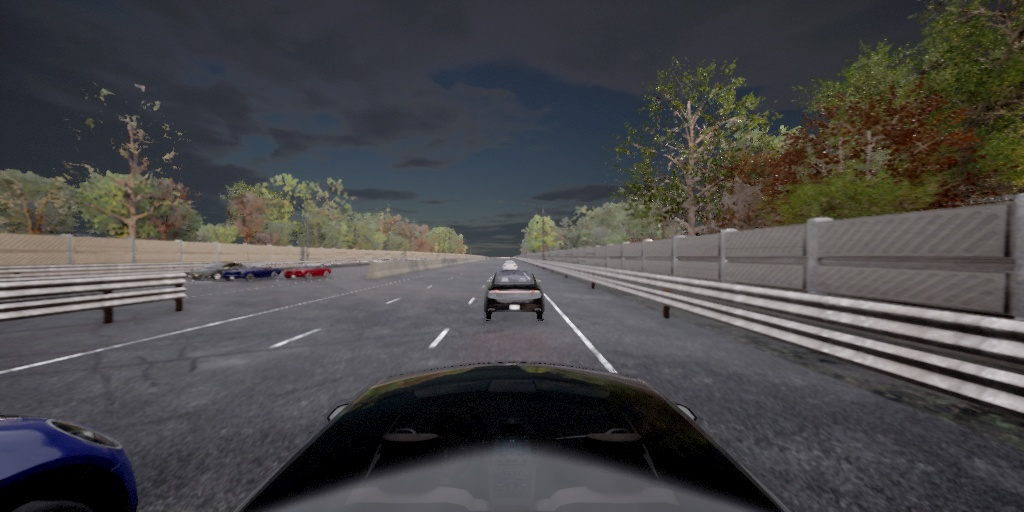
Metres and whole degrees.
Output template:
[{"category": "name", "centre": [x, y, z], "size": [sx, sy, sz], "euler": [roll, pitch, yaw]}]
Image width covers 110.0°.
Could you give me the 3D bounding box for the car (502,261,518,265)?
[{"category": "car", "centre": [-0.269, 1.285, 44.458], "size": [1.812, 1.442, 4.674], "euler": [0, 0, -1]}]

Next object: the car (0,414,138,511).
[{"category": "car", "centre": [-3.408, 1.101, 0.334], "size": [2.097, 1.767, 4.553], "euler": [0, 0, 0]}]

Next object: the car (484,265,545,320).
[{"category": "car", "centre": [0.064, 1.244, 12.621], "size": [2.128, 1.511, 4.902], "euler": [0, 0, 0]}]

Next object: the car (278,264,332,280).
[{"category": "car", "centre": [-17.796, 1.359, 31.365], "size": [1.895, 1.301, 4.718], "euler": [0, 0, -1]}]

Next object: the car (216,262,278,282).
[{"category": "car", "centre": [-21.271, 1.359, 29.440], "size": [1.895, 1.301, 4.718], "euler": [0, 0, -1]}]

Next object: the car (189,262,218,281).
[{"category": "car", "centre": [-24.783, 1.264, 30.575], "size": [1.837, 1.490, 4.892], "euler": [0, 0, -1]}]
